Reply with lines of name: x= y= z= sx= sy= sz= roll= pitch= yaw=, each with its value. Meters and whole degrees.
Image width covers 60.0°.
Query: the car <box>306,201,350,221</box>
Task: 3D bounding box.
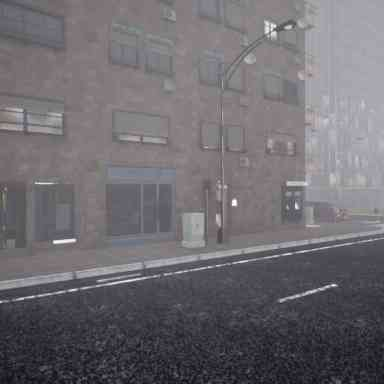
car: x=11.901 y=1.619 z=30.351 sx=2.097 sy=1.767 sz=4.553 roll=-1 pitch=-1 yaw=-35
